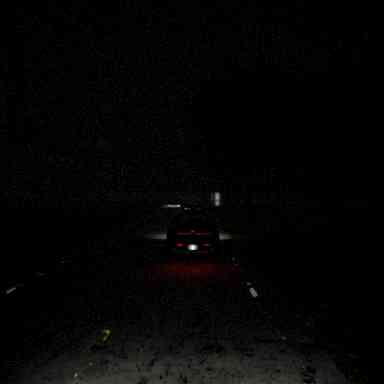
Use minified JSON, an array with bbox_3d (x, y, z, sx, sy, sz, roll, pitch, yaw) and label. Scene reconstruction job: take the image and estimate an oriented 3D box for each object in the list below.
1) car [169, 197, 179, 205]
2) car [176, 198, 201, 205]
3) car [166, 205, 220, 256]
[{"bbox_3d":[-2.820,1.612,57.778,1.994,1.385,4.181,0,0,0],"label":"car"},{"bbox_3d":[0.042,1.498,28.039,2.128,1.511,4.902,0,0,0],"label":"car"},{"bbox_3d":[0.045,1.504,13.064,1.837,1.490,4.892,0,0,0],"label":"car"}]
